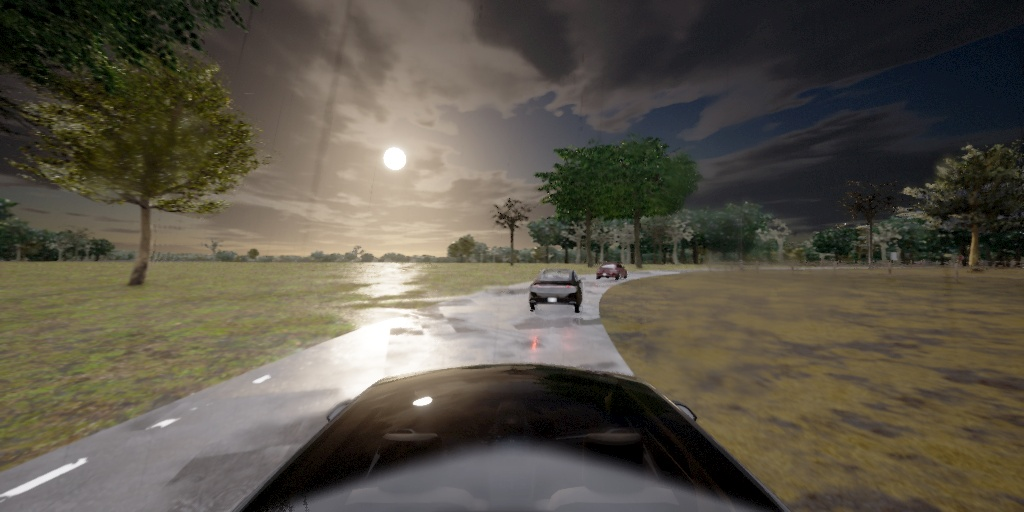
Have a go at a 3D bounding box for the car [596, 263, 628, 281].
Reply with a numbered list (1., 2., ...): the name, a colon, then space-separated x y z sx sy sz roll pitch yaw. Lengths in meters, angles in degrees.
1. car: 8.644 1.308 30.998 1.812 1.442 4.674 0 0 30

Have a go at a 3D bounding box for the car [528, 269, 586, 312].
1. car: 1.863 1.252 14.338 2.128 1.511 4.902 0 0 12
